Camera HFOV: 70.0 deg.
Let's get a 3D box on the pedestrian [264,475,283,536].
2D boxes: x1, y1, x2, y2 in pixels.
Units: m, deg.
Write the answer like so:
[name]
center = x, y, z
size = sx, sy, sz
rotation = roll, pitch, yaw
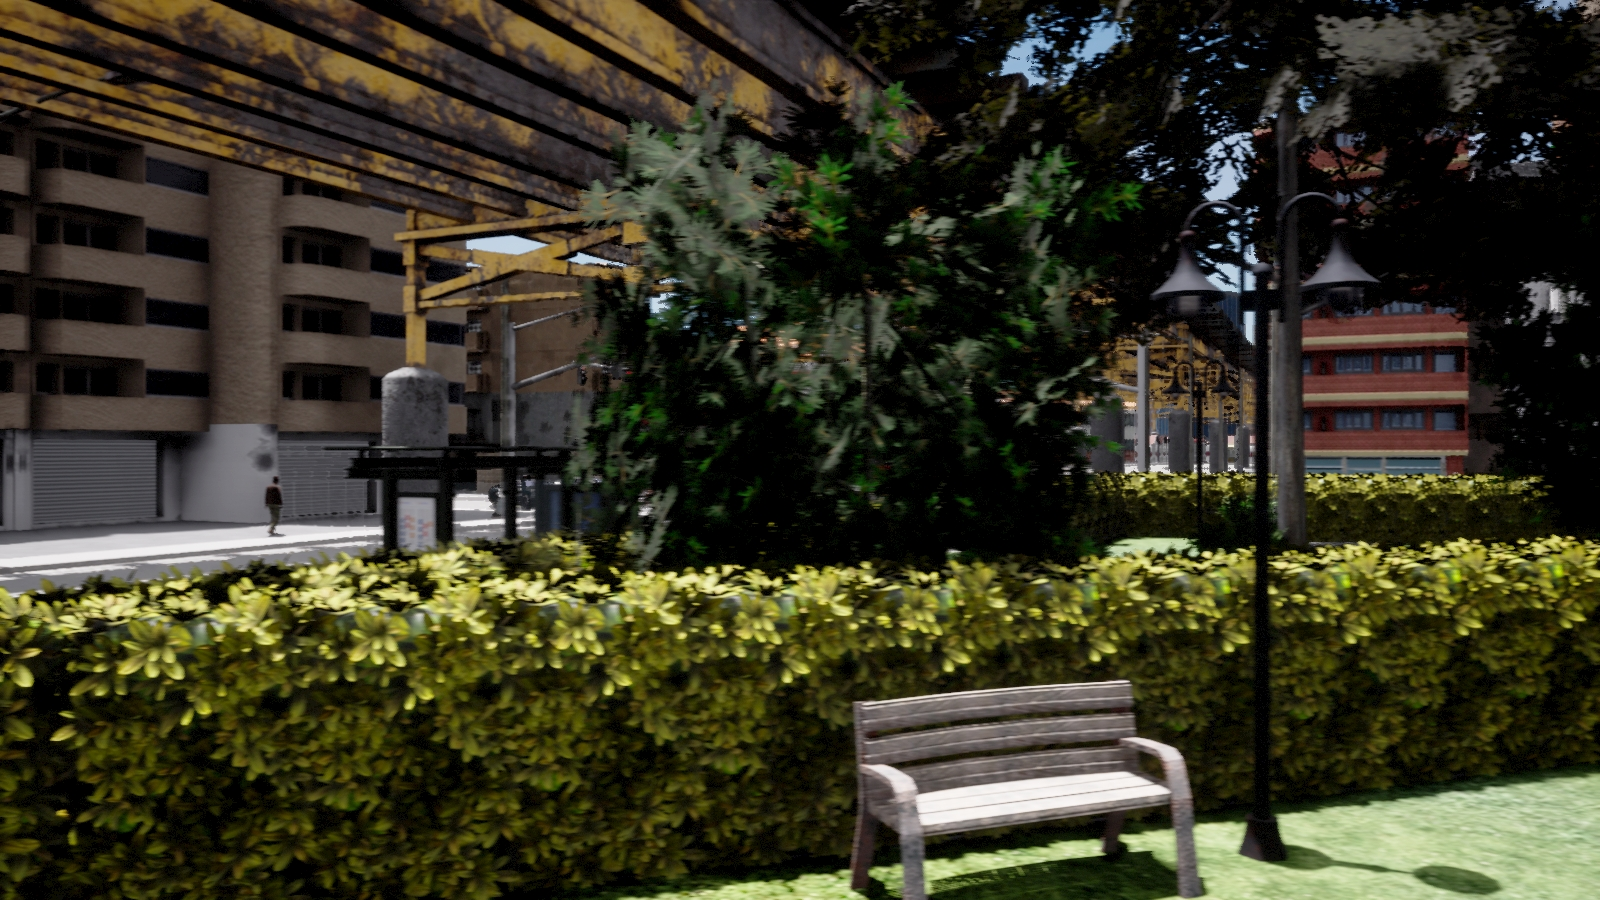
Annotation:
[pedestrian]
center = -16.196, 1.703, 35.176
size = 0.375, 1.860, 0.375
rotation = 0, 0, 18
